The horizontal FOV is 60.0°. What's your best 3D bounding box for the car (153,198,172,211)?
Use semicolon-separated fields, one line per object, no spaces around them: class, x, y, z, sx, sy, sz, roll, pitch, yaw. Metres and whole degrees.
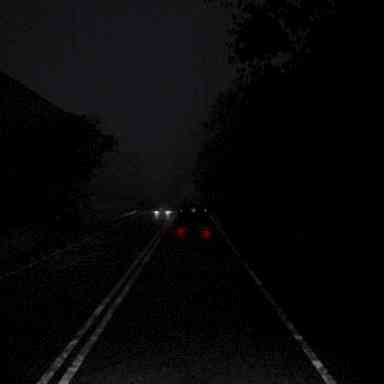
car;-3.331;1.416;39.040;2.033;1.411;5.357;0;0;0

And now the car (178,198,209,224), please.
car;0.105;1.243;23.854;2.097;1.767;4.553;0;0;0

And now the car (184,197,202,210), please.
car;0.120;1.421;41.960;2.033;1.411;5.357;0;0;0
